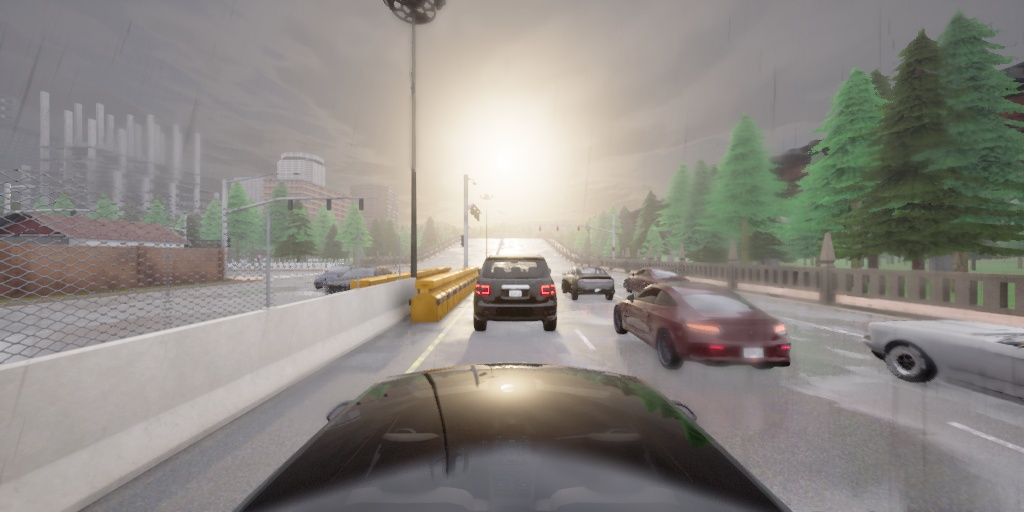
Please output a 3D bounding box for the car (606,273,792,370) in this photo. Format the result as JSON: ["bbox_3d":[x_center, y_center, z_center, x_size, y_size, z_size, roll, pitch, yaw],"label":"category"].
[{"bbox_3d":[3.592,1.275,7.632,1.812,1.442,4.674,0,0,0],"label":"car"}]

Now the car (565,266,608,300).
[{"bbox_3d":[3.573,1.238,17.453,2.128,1.511,4.902,0,0,0],"label":"car"}]

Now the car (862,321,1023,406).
[{"bbox_3d":[7.097,1.351,4.120,1.895,1.301,4.718,0,0,0],"label":"car"}]

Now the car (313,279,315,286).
[{"bbox_3d":[-10.567,1.271,22.675,1.812,1.442,4.674,0,0,0],"label":"car"}]

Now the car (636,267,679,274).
[{"bbox_3d":[7.067,1.272,17.766,1.812,1.442,4.674,0,0,0],"label":"car"}]

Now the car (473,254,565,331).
[{"bbox_3d":[0.081,0.970,11.072,2.150,2.045,5.566,0,0,0],"label":"car"}]

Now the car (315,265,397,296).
[{"bbox_3d":[-7.098,1.224,17.310,1.882,1.535,5.008,0,0,0],"label":"car"}]
